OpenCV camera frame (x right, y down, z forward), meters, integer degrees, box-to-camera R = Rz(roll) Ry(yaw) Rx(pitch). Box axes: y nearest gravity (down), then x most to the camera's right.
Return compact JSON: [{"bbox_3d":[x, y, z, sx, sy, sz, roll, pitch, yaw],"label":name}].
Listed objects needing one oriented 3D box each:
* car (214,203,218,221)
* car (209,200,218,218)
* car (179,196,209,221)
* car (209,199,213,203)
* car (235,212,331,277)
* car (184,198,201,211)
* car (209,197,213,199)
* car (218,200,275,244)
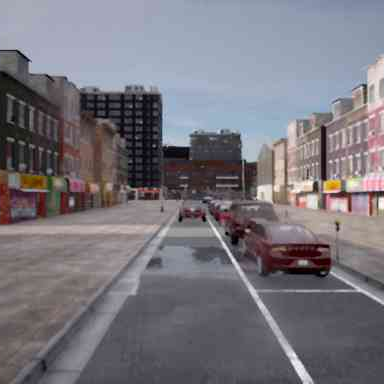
[{"bbox_3d":[2.619,1.577,20.985,1.802,1.307,4.206,0,0,0],"label":"car"},{"bbox_3d":[2.612,1.579,26.422,1.802,1.307,4.206,0,0,0],"label":"car"},{"bbox_3d":[0.036,1.350,26.966,2.097,1.767,4.553,0,0,0],"label":"car"},{"bbox_3d":[2.606,1.582,31.859,1.802,1.307,4.206,0,0,0],"label":"car"},{"bbox_3d":[2.633,1.539,10.110,1.887,1.381,4.507,0,0,0],"label":"car"},{"bbox_3d":[0.026,1.560,43.126,2.033,1.411,5.357,0,0,0],"label":"car"},{"bbox_3d":[2.599,1.556,37.297,2.008,1.369,4.403,0,0,0],"label":"car"},{"bbox_3d":[2.628,1.309,15.547,2.192,1.841,5.009,0,0,0],"label":"car"}]
